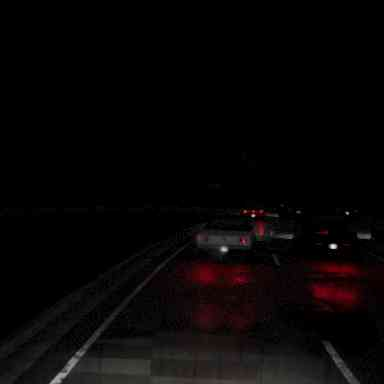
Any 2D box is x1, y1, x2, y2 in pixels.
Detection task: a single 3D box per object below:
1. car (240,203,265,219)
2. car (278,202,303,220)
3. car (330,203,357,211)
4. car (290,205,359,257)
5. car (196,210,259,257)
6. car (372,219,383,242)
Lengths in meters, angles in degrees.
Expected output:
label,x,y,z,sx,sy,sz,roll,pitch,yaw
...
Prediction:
label,x,y,z,sx,sy,sz,roll,pitch,yaw
car,5.073,1.587,28.571,1.895,1.301,4.718,0,0,6
car,8.577,1.558,28.187,1.994,1.385,4.181,0,0,6
car,11.950,1.565,27.077,1.994,1.385,4.181,0,0,7
car,5.139,1.505,13.195,1.837,1.490,4.892,0,0,13
car,1.518,1.593,13.081,1.895,1.301,4.718,0,0,12
car,8.768,1.531,13.372,1.812,1.442,4.674,0,0,13
